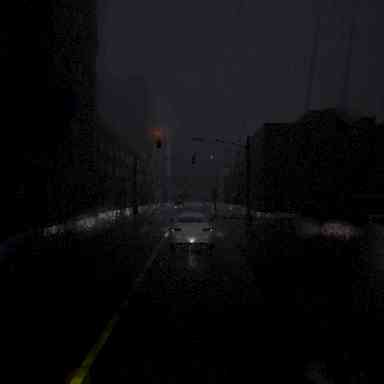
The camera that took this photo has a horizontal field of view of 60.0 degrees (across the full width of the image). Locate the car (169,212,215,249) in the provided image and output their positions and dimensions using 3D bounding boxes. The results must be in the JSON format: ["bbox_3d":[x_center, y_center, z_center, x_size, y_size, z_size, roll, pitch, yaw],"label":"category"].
[{"bbox_3d":[0.000,1.583,14.654,1.812,1.442,4.674,0,0,0],"label":"car"}]

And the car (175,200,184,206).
[{"bbox_3d":[-2.750,2.319,71.879,1.895,1.301,4.718,0,-1,0],"label":"car"}]

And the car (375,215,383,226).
[{"bbox_3d":[16.526,2.025,25.599,4.829,1.417,1.752,1,-1,0],"label":"car"}]

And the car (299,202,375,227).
[{"bbox_3d":[10.815,1.709,25.614,5.009,1.841,2.192,1,-1,0],"label":"car"}]
